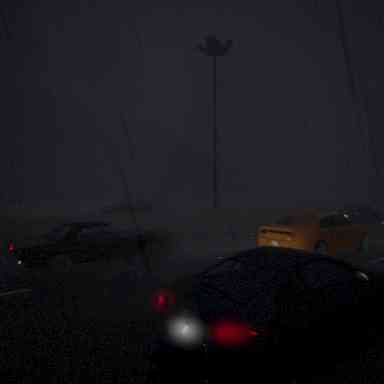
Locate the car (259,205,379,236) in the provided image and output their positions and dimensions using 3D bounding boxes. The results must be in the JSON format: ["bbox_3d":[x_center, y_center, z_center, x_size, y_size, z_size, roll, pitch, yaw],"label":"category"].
[{"bbox_3d":[4.464,1.439,11.773,5.008,1.535,1.882,0,0,-39],"label":"car"}]

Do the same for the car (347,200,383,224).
[{"bbox_3d":[11.037,1.478,22.065,4.181,1.385,1.994,0,0,-42],"label":"car"}]

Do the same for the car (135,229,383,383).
[{"bbox_3d":[1.518,1.550,5.038,4.181,1.385,1.994,0,0,-37],"label":"car"}]

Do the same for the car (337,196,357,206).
[{"bbox_3d":[24.454,1.366,52.476,1.994,1.385,4.181,0,0,38],"label":"car"}]

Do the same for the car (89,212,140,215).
[{"bbox_3d":[-5.151,1.550,22.249,4.181,1.385,1.994,0,0,-39],"label":"car"}]

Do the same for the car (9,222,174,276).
[{"bbox_3d":[-2.931,1.597,10.403,4.718,1.301,1.895,0,0,-37],"label":"car"}]
